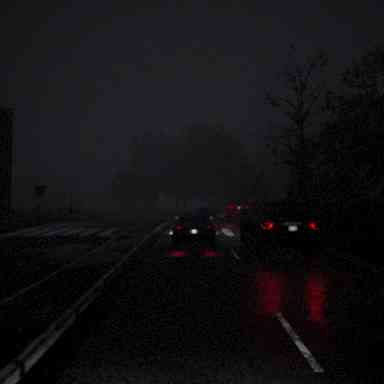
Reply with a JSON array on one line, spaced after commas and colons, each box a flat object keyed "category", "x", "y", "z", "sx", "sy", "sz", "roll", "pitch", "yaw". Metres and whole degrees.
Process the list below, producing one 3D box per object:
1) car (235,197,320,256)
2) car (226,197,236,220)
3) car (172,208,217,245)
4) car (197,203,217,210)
[{"category": "car", "x": 3.334, "y": 1.316, "z": 13.652, "sx": 2.150, "sy": 2.045, "sz": 5.566, "roll": 0, "pitch": 0, "yaw": 0}, {"category": "car", "x": 4.277, "y": 1.419, "z": 29.961, "sx": 2.150, "sy": 2.045, "sz": 5.566, "roll": 0, "pitch": -1, "yaw": 8}, {"category": "car", "x": 0.094, "y": 1.676, "z": 16.251, "sx": 1.994, "sy": 1.385, "sz": 4.181, "roll": 0, "pitch": 0, "yaw": 0}, {"category": "car", "x": 1.347, "y": 1.755, "z": 31.806, "sx": 1.812, "sy": 1.442, "sz": 4.674, "roll": 0, "pitch": -1, "yaw": 10}]
